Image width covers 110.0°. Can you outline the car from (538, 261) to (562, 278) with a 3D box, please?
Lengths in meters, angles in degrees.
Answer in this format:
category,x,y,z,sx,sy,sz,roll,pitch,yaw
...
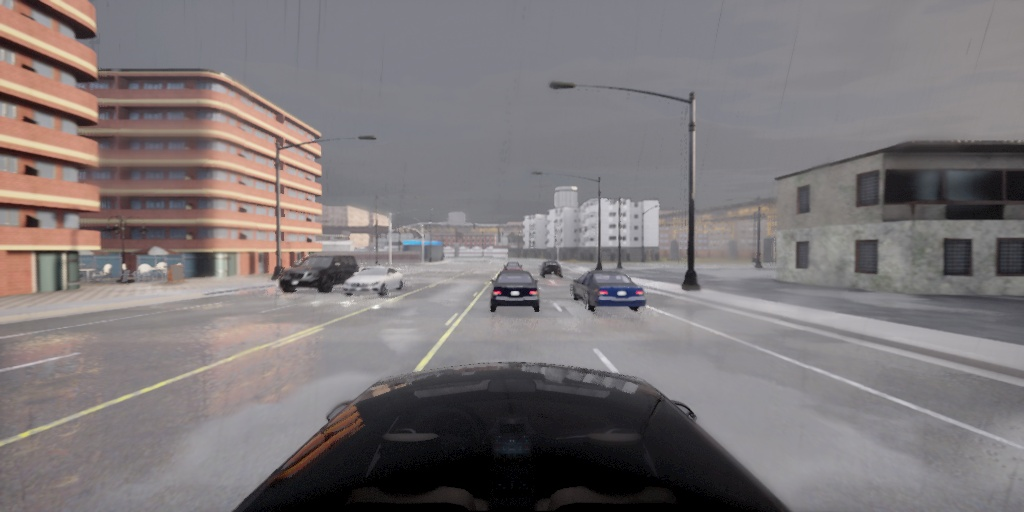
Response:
category,x,y,z,sx,sy,sz,roll,pitch,yaw
car,3.606,1.222,34.037,1.837,1.490,4.892,0,0,0

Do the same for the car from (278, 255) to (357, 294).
category,x,y,z,sx,sy,sz,roll,pitch,yaw
car,-10.598,0.945,20.294,2.150,2.045,5.566,0,0,0

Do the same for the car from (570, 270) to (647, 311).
category,x,y,z,sx,sy,sz,roll,pitch,yaw
car,3.601,1.271,14.278,2.033,1.411,5.357,0,0,0

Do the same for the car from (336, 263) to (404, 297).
category,x,y,z,sx,sy,sz,roll,pitch,yaw
car,-7.085,1.249,18.858,1.812,1.442,4.674,0,0,0

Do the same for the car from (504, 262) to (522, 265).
category,x,y,z,sx,sy,sz,roll,pitch,yaw
car,0.102,1.281,34.317,1.994,1.385,4.181,0,0,0

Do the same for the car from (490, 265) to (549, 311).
category,x,y,z,sx,sy,sz,roll,pitch,yaw
car,0.102,1.271,14.321,2.033,1.411,5.357,0,0,0
